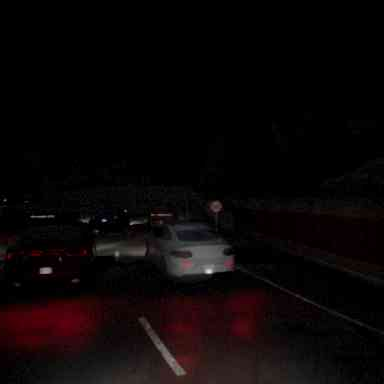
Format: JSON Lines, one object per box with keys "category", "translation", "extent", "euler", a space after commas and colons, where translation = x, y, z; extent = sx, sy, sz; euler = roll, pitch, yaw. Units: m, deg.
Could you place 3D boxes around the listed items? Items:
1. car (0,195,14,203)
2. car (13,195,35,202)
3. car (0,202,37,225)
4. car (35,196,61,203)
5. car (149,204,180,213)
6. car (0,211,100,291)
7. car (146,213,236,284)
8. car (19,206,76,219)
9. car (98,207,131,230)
{"category": "car", "translation": [-30.758, 1.336, 55.504], "extent": [2.097, 1.767, 4.553], "euler": [0, 1, -1]}
{"category": "car", "translation": [-27.266, 1.458, 55.627], "extent": [1.837, 1.490, 4.892], "euler": [0, 1, -1]}
{"category": "car", "translation": [-12.338, 1.696, 22.075], "extent": [1.812, 1.442, 4.674], "euler": [0, 0, -1]}
{"category": "car", "translation": [-23.765, 1.469, 55.841], "extent": [2.033, 1.411, 5.357], "euler": [0, 1, -1]}
{"category": "car", "translation": [-1.844, 1.574, 22.160], "extent": [2.128, 1.511, 4.902], "euler": [0, 0, -1]}
{"category": "car", "translation": [-3.724, 1.543, 9.436], "extent": [1.882, 1.535, 5.008], "euler": [0, -1, -15]}
{"category": "car", "translation": [-0.222, 1.566, 9.797], "extent": [1.812, 1.442, 4.674], "euler": [0, 0, -15]}
{"category": "car", "translation": [-8.831, 1.635, 21.667], "extent": [2.128, 1.511, 4.902], "euler": [0, 0, -1]}
{"category": "car", "translation": [-5.337, 1.677, 22.101], "extent": [1.994, 1.385, 4.181], "euler": [0, 0, -1]}
